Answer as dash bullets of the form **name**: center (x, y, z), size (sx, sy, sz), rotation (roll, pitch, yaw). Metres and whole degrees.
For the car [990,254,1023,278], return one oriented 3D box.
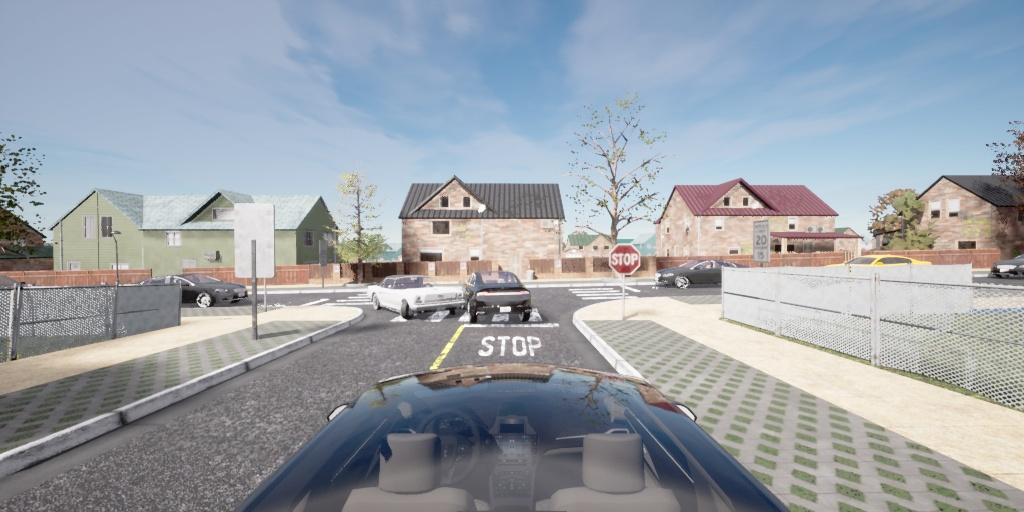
- **car**: center (29.386, 0.478, 19.612), size (4.902, 1.511, 2.128), rotation (-1, 1, 0)

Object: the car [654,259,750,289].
- **car**: center (10.331, 0.926, 19.539), size (4.902, 1.511, 2.128), rotation (-1, 1, 0)

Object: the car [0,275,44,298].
- **car**: center (-24.239, 1.648, 16.446), size (4.553, 1.767, 2.097), rotation (-1, 1, 0)

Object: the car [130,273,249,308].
- **car**: center (-14.902, 1.566, 16.486), size (4.902, 1.511, 2.128), rotation (-1, 1, 0)

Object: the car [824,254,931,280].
- **car**: center (19.762, 0.690, 19.575), size (5.008, 1.535, 1.882), rotation (-1, 1, -1)

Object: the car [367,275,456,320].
- **car**: center (-3.602, 1.368, 12.990), size (1.895, 1.301, 4.718), rotation (0, 0, -38)

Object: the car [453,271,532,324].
- **car**: center (-0.685, 1.243, 12.131), size (2.128, 1.511, 4.902), rotation (0, 0, -12)
